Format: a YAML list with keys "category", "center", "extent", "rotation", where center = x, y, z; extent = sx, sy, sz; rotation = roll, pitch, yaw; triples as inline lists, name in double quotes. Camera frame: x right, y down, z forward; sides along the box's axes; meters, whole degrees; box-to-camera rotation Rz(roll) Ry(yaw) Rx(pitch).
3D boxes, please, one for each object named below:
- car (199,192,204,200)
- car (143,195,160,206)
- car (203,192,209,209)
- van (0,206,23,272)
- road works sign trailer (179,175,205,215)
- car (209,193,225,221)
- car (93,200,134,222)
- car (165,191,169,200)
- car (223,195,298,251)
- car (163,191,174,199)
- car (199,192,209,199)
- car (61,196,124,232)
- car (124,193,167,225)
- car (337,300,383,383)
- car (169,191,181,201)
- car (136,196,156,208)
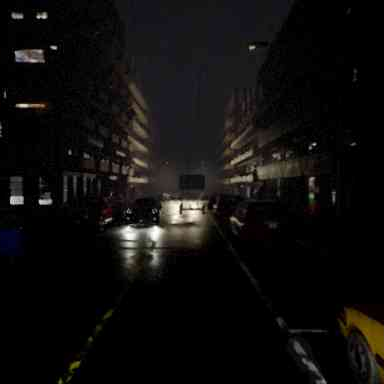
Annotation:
- category: "car"
  center: [2.715, 0.967, 63.989]
  extent: [1.752, 1.417, 4.829]
  rotation: [-1, 0, 0]
- category: "car"
  center: [-5.674, 1.170, 47.048]
  extent: [1.802, 1.307, 4.206]
  rotation: [-1, 0, 0]
- category: "car"
  center: [2.697, 1.001, 35.809]
  extent: [2.192, 1.841, 5.009]
  rotation: [-1, 0, 0]
- category: "van"
  center: [-5.666, 1.271, 7.833]
  extent: [1.690, 1.788, 3.998]
  rotation: [-1, 1, 0]
- category: "road works sign trailer"
  center: [0.020, 0.197, 30.448]
  extent: [2.380, 3.560, 2.880]
  rotation: [0, 1, 1]
- category: "car"
  center: [2.690, 1.099, 24.605]
  extent: [2.192, 1.841, 5.009]
  rotation: [-1, 0, 0]
- category: "car"
  center: [-5.694, 1.334, 24.641]
  extent: [2.008, 1.369, 4.403]
  rotation: [-1, 0, 0]
- category: "car"
  center: [-5.668, 1.042, 58.252]
  extent: [2.008, 1.369, 4.403]
  rotation: [-1, 0, 0]
- category: "car"
  center: [2.684, 1.197, 13.401]
  extent: [2.192, 1.841, 5.009]
  rotation: [-1, 1, 0]
- category: "car"
  center: [-5.659, 0.613, 80.657]
  extent: [2.192, 1.841, 5.009]
  rotation: [-1, 0, 0]
- category: "car"
  center: [2.720, 0.786, 75.023]
  extent: [1.967, 1.590, 4.097]
  rotation: [-1, 0, 0]
- category: "car"
  center: [-5.683, 1.147, 19.036]
  extent: [2.192, 1.841, 5.009]
  rotation: [-1, 1, 0]
- category: "car"
  center: [-3.087, 1.154, 22.399]
  extent: [2.097, 1.767, 4.553]
  rotation: [0, 1, 0]
- category: "car"
  center: [2.681, 1.504, 2.370]
  extent: [1.752, 1.417, 4.829]
  rotation: [-1, 1, 0]
- category: "car"
  center: [-2.982, 0.997, 63.177]
  extent: [2.033, 1.411, 5.357]
  rotation: [0, 0, 1]
- category: "car"
  center: [-5.677, 1.219, 41.446]
  extent: [1.802, 1.307, 4.206]
  rotation: [-1, 0, 0]
